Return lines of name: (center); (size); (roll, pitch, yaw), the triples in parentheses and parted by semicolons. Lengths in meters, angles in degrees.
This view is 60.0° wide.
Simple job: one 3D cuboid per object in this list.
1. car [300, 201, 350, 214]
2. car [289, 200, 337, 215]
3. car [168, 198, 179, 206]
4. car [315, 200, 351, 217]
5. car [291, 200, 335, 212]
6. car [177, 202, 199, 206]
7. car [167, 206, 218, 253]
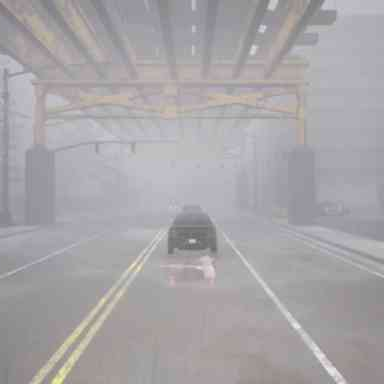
car: (13.322, 1.542, 33.308); (4.536, 1.218, 1.853); (0, 0, -20)
car: (13.601, 1.727, 37.448); (4.974, 1.542, 2.038); (0, 0, 25)
car: (-3.504, 1.951, 64.173); (2.128, 1.511, 4.902); (0, 0, 1)
car: (13.274, 1.699, 33.289); (4.974, 1.542, 2.038); (0, 0, -20)
car: (13.649, 1.570, 37.427); (4.536, 1.218, 1.853); (0, 0, 25)
car: (-0.030, 1.755, 27.533); (2.033, 1.411, 5.357); (0, 0, -1)
car: (0.031, 1.594, 14.253); (1.882, 1.535, 5.008); (0, 0, 1)
